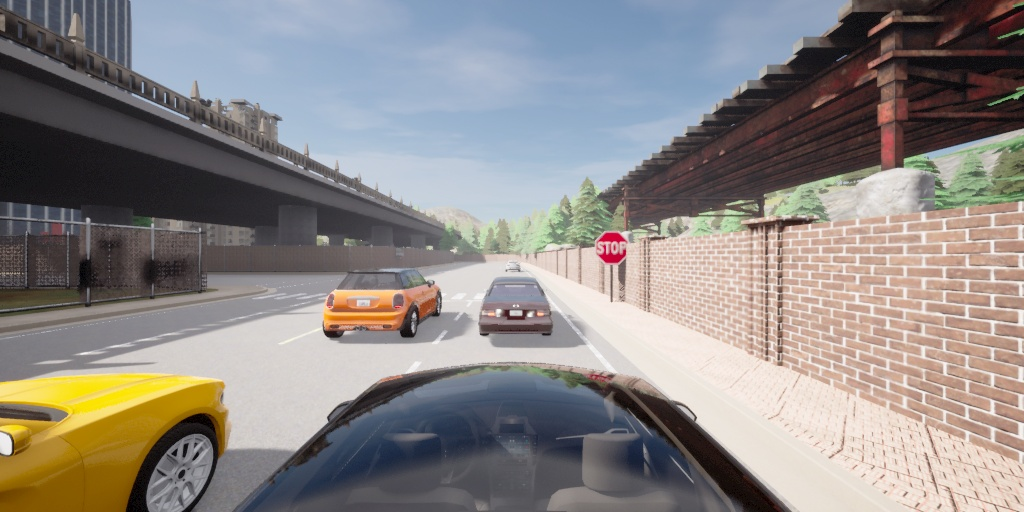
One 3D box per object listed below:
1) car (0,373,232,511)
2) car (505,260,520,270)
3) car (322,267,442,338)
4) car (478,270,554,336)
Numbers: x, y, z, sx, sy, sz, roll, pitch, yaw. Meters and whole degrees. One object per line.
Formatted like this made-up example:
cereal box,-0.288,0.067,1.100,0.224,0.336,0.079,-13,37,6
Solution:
car,-3.397,1.228,1.092,1.882,1.535,5.008,0,0,0
car,0.113,1.276,46.246,1.812,1.442,4.674,0,0,-1
car,-3.413,1.102,10.350,2.097,1.767,4.553,0,0,0
car,0.088,1.297,10.369,2.033,1.411,5.357,0,0,0
